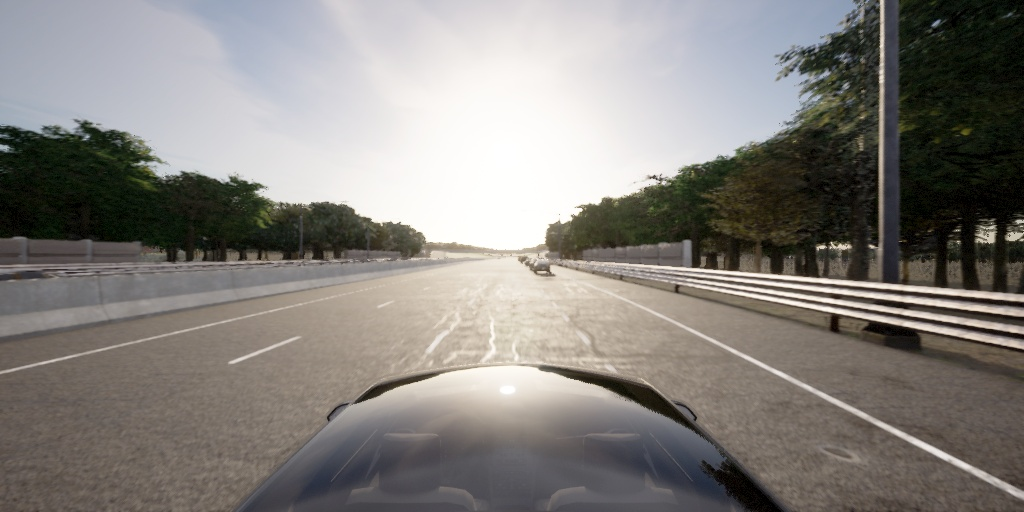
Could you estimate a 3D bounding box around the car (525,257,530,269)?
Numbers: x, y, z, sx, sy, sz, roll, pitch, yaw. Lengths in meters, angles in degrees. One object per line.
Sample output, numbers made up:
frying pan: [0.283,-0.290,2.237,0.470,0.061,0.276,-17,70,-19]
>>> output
car: [3.486,1.248,52.612,2.128,1.511,4.902,0,0,0]

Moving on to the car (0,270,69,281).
car: [-17.592,1.260,12.017,1.837,1.490,4.892,0,0,0]

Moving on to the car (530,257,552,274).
car: [3.489,1.213,42.138,1.812,1.442,4.674,0,0,0]
